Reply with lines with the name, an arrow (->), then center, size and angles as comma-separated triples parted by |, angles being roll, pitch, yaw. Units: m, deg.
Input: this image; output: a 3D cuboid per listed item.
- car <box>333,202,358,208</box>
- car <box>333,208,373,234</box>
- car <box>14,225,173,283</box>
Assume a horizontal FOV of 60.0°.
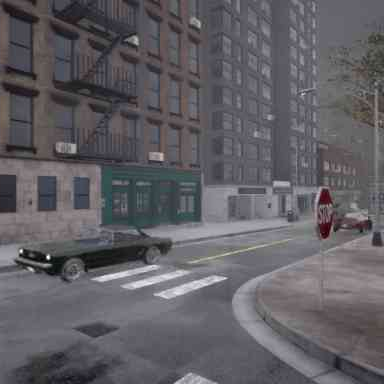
car -> 14.760, 2.015, 32.556 | 2.150, 2.045, 5.566 | 0, -2, 39
car -> 11.543, 2.090, 23.748 | 1.812, 1.442, 4.674 | 0, -2, 38
car -> -2.801, 1.746, 10.378 | 1.895, 1.301, 4.718 | 0, -1, 38
